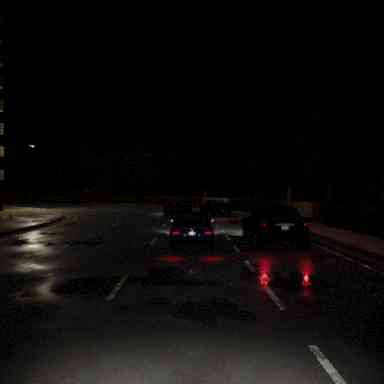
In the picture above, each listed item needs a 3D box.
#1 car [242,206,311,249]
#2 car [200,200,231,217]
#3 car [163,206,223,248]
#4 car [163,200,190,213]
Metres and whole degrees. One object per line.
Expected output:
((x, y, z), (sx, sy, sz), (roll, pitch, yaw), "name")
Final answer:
((3.500, 1.366, 14.620), (2.097, 1.767, 4.553), (0, 0, 0), "car")
((2.048, 1.485, 30.877), (1.882, 1.535, 5.008), (0, 0, -15), "car")
((0.000, 1.563, 14.650), (2.033, 1.411, 5.357), (0, 0, 0), "car")
((-1.337, 1.485, 29.986), (1.882, 1.535, 5.008), (0, 0, -15), "car")
